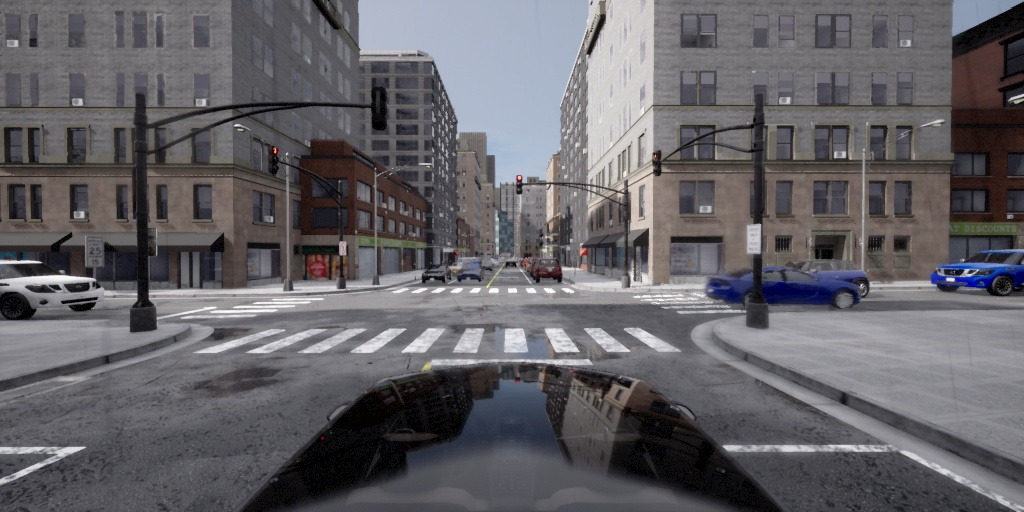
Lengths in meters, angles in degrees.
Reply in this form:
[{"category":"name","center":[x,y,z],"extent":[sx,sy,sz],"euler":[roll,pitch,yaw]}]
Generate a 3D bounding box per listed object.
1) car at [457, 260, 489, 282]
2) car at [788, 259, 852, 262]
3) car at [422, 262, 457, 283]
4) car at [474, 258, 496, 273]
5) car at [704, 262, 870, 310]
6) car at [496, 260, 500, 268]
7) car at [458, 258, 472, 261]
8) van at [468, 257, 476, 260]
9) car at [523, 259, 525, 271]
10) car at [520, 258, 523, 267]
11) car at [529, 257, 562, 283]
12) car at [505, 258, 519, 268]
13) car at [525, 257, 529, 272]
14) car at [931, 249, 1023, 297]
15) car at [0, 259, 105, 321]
[{"category":"car","center":[-3.221,1.301,28.995],"extent":[2.033,1.411,5.357],"euler":[0,0,0]},{"category":"car","center":[13.399,0.938,16.423],"extent":[4.553,1.767,2.097],"euler":[-1,1,-1]},{"category":"car","center":[-5.786,1.319,28.103],"extent":[1.948,1.339,4.313],"euler":[0,0,0]},{"category":"car","center":[-3.291,1.259,44.626],"extent":[1.837,1.490,4.892],"euler":[0,0,0]},{"category":"car","center":[9.986,1.133,13.452],"extent":[5.008,1.535,1.882],"euler":[-1,1,3]},{"category":"car","center":[-3.284,1.316,62.971],"extent":[1.812,1.442,4.674],"euler":[0,0,0]},{"category":"car","center":[-5.839,1.279,39.104],"extent":[1.751,1.417,4.829],"euler":[0,0,0]},{"category":"van","center":[-5.866,1.094,44.860],"extent":[1.690,1.789,3.998],"euler":[0,0,0]},{"category":"car","center":[2.663,1.279,45.071],"extent":[1.751,1.417,4.829],"euler":[0,0,0]},{"category":"car","center":[2.638,1.067,50.486],"extent":[2.192,1.841,5.009],"euler":[0,0,0]},{"category":"car","center":[2.740,1.068,28.143],"extent":[2.192,1.841,5.009],"euler":[0,0,0]},{"category":"car","center":[-0.181,1.226,61.313],"extent":[1.882,1.535,5.008],"euler":[0,0,0]},{"category":"car","center":[2.714,1.069,33.729],"extent":[2.192,1.841,5.009],"euler":[0,0,0]},{"category":"car","center":[22.974,0.708,16.533],"extent":[5.566,2.045,2.150],"euler":[-1,1,0]},{"category":"car","center":[-18.453,1.145,12.964],"extent":[5.566,2.045,2.150],"euler":[-1,1,-2]}]
